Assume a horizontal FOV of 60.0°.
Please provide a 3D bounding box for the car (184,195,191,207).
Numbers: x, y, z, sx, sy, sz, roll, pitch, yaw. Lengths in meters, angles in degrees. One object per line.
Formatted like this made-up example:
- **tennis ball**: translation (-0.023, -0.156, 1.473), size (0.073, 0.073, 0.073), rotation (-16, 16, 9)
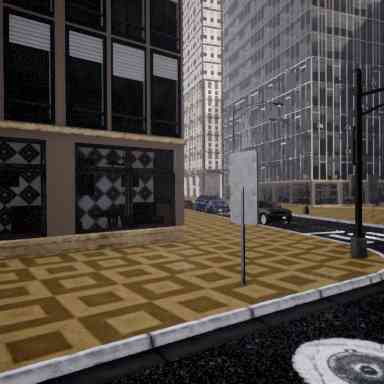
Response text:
- **car**: translation (-1.318, 1.094, 41.344), size (1.994, 1.385, 4.181), rotation (-1, 1, -18)

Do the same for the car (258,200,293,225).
- **car**: translation (4.884, 1.278, 22.851), size (1.882, 1.535, 5.008), rotation (-1, 1, -19)

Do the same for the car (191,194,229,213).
- **car**: translation (1.835, 1.020, 31.924), size (2.097, 1.767, 4.553), rotation (-1, 1, -19)
